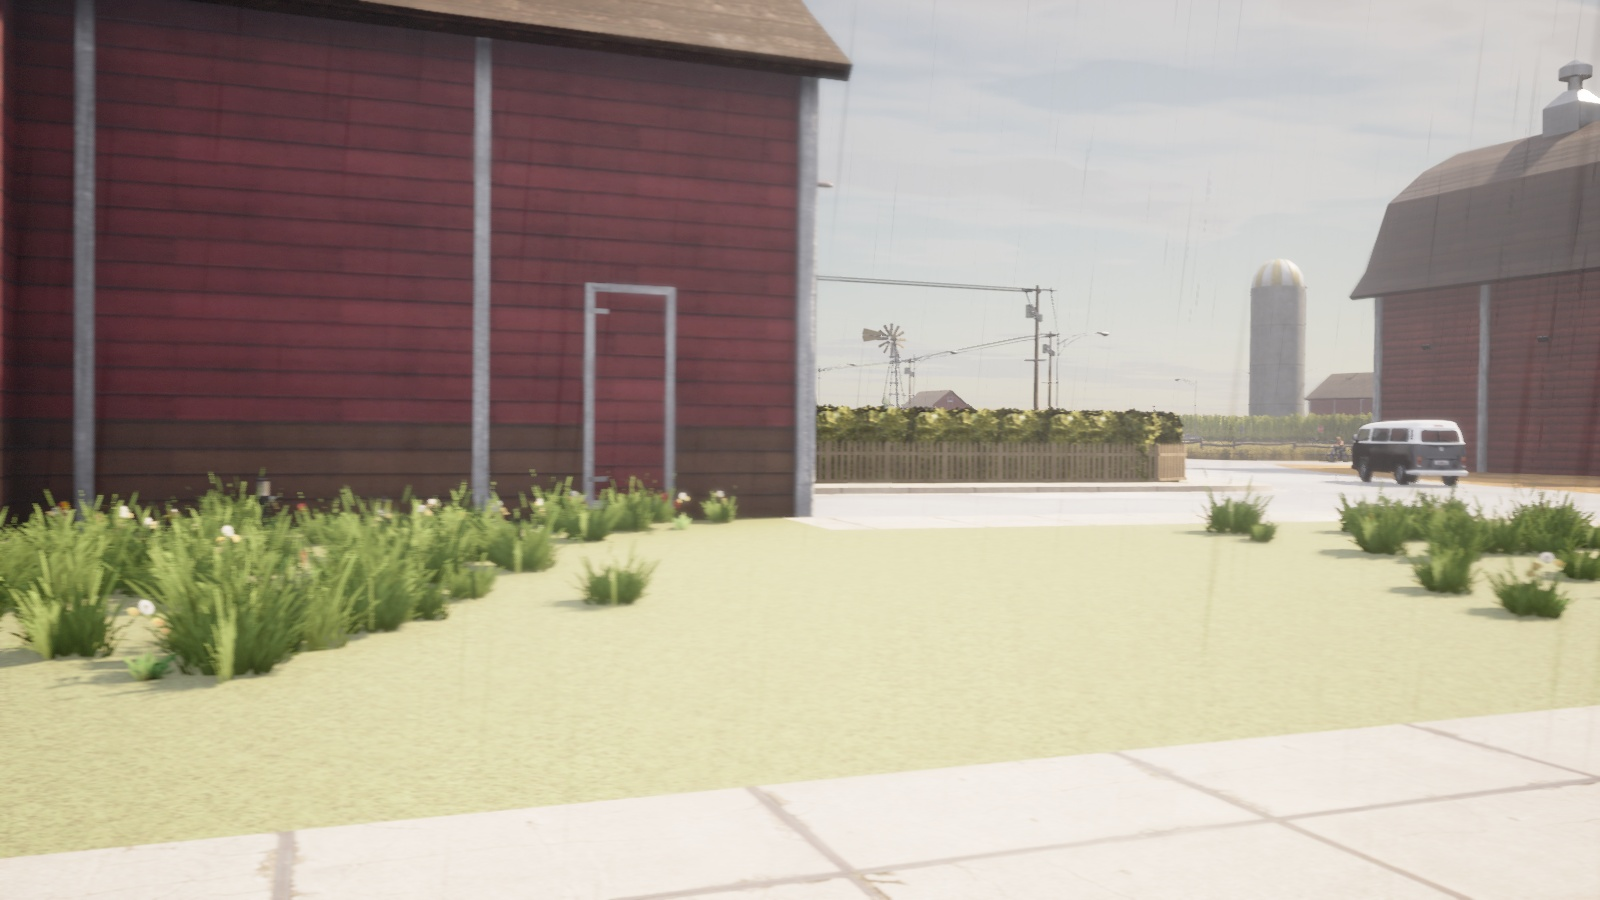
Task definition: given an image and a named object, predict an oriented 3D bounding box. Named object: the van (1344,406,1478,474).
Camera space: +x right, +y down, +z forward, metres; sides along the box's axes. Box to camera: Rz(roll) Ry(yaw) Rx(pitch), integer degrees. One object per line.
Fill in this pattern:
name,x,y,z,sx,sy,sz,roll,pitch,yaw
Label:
van,19.371,-0.340,40.067,2.069,2.038,4.480,-1,1,-1
